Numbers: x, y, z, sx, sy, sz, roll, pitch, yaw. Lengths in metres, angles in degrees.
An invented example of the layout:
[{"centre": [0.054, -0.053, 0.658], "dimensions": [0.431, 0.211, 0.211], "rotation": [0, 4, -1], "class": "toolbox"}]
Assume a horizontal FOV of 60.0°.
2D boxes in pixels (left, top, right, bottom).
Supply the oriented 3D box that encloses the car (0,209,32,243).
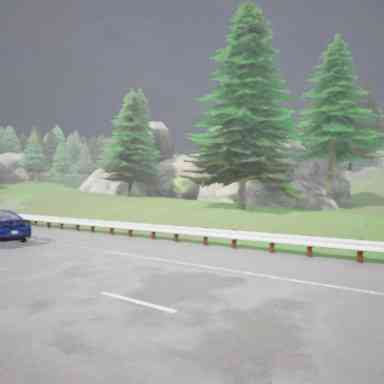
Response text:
[{"centre": [-9.145, 1.479, 14.802], "dimensions": [5.008, 1.535, 1.882], "rotation": [0, 0, 35], "class": "car"}]
